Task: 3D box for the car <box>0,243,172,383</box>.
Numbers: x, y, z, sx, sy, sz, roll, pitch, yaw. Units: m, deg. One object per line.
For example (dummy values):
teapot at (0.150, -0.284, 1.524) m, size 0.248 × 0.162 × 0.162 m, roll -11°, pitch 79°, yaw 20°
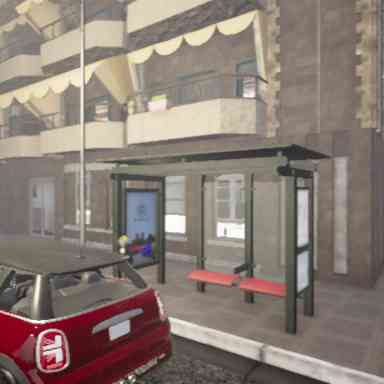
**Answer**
car at (-2.319, 1.428, 4.527) m, size 4.097 × 1.590 × 1.967 m, roll 0°, pitch 0°, yaw 35°
